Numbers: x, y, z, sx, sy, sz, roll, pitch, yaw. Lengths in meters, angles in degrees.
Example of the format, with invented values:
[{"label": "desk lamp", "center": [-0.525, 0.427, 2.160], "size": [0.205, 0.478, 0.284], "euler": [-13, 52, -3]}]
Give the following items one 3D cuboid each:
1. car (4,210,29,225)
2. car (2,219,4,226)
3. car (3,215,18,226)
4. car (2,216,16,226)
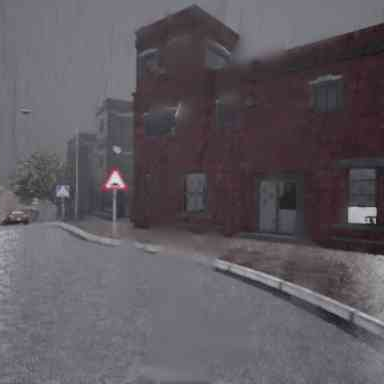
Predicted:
[{"label": "car", "center": [-17.007, 2.520, 32.474], "size": [1.812, 1.442, 4.674], "euler": [1, -5, -30]}, {"label": "car", "center": [-22.669, 3.572, 42.175], "size": [2.033, 1.411, 5.357], "euler": [1, -6, -30]}, {"label": "car", "center": [-27.828, 4.440, 51.010], "size": [1.882, 1.535, 5.008], "euler": [1, -6, -30]}, {"label": "car", "center": [-33.067, 5.255, 60.036], "size": [2.097, 1.767, 4.553], "euler": [1, -5, -30]}]
